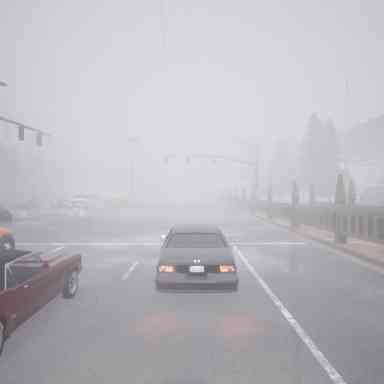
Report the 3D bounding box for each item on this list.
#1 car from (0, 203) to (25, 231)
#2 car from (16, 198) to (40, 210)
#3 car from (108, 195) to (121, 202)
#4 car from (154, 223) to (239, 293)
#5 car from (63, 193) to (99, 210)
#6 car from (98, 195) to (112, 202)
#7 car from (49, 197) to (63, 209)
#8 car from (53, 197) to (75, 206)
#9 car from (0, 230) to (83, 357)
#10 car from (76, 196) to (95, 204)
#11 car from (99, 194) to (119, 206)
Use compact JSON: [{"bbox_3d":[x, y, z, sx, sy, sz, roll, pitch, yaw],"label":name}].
[{"bbox_3d":[-6.910,1.352,9.201,2.097,1.767,4.553,0,0,0],"label":"car"},{"bbox_3d":[-21.335,1.526,42.749,1.812,1.442,4.674,0,0,3],"label":"car"},{"bbox_3d":[-17.583,1.524,75.673,1.812,1.442,4.674,0,0,0],"label":"car"},{"bbox_3d":[0.090,1.547,8.994,2.033,1.411,5.357,0,0,0],"label":"car"},{"bbox_3d":[-14.151,1.221,42.826,2.150,2.045,5.566,0,0,0],"label":"car"},{"bbox_3d":[-21.088,1.527,80.480,2.033,1.411,5.357,0,0,0],"label":"car"},{"bbox_3d":[-17.640,1.601,45.240,1.895,1.301,4.718,0,0,0],"label":"car"},{"bbox_3d":[-21.139,1.564,55.078,1.994,1.385,4.181,0,0,0],"label":"car"},{"bbox_3d":[-3.406,1.601,5.537,1.895,1.301,4.718,0,0,0],"label":"car"},{"bbox_3d":[-21.072,1.542,66.118,2.033,1.411,5.357,0,0,0],"label":"car"},{"bbox_3d":[-14.145,1.525,56.068,1.812,1.442,4.674,0,0,0],"label":"car"}]
